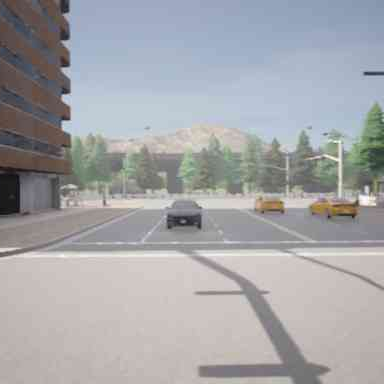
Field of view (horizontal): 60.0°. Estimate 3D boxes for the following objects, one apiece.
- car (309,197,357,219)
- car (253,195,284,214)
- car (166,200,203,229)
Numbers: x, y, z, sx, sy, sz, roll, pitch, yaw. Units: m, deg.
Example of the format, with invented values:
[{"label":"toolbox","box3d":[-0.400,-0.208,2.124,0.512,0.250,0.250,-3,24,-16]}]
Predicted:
[{"label":"car","box3d":[10.224,1.087,24.483,1.882,1.535,5.008,0,1,0]},{"label":"car","box3d":[6.716,1.043,29.459,1.882,1.535,5.008,0,1,0]},{"label":"car","box3d":[-0.433,1.216,19.594,1.882,1.535,5.008,0,1,0]}]
